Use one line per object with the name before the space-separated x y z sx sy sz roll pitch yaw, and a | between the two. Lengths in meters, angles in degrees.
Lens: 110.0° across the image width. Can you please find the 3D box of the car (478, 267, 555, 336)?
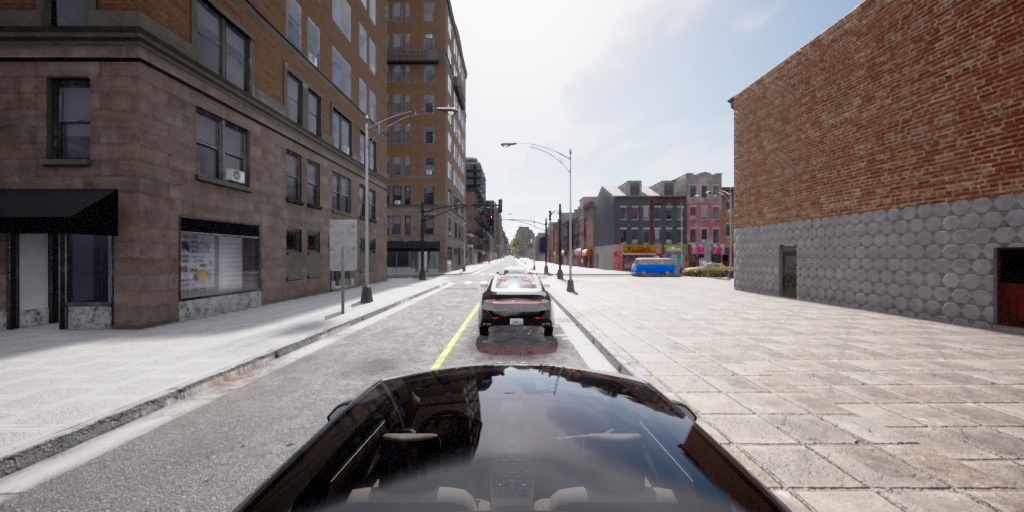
car | 0.105 1.241 10.370 2.128 1.511 4.902 0 0 0

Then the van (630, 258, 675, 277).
van | 13.764 1.085 35.073 3.998 1.789 1.690 0 0 0

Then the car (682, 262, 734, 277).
car | 19.206 1.265 35.060 4.829 1.417 1.751 0 0 0
